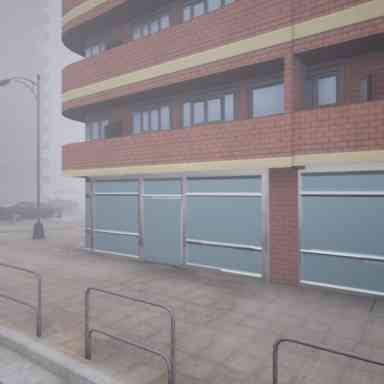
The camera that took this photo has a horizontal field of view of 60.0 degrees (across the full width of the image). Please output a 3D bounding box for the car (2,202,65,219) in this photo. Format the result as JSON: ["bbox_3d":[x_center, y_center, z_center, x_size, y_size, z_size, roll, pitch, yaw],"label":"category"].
[{"bbox_3d":[-14.121,1.601,29.910,1.895,1.301,4.718,0,0,36],"label":"car"}]

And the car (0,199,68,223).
[{"bbox_3d":[-12.596,1.477,25.735,1.882,1.535,5.008,0,0,36],"label":"car"}]

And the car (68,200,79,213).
[{"bbox_3d":[-14.405,1.505,35.446,1.837,1.490,4.892,0,0,36],"label":"car"}]
